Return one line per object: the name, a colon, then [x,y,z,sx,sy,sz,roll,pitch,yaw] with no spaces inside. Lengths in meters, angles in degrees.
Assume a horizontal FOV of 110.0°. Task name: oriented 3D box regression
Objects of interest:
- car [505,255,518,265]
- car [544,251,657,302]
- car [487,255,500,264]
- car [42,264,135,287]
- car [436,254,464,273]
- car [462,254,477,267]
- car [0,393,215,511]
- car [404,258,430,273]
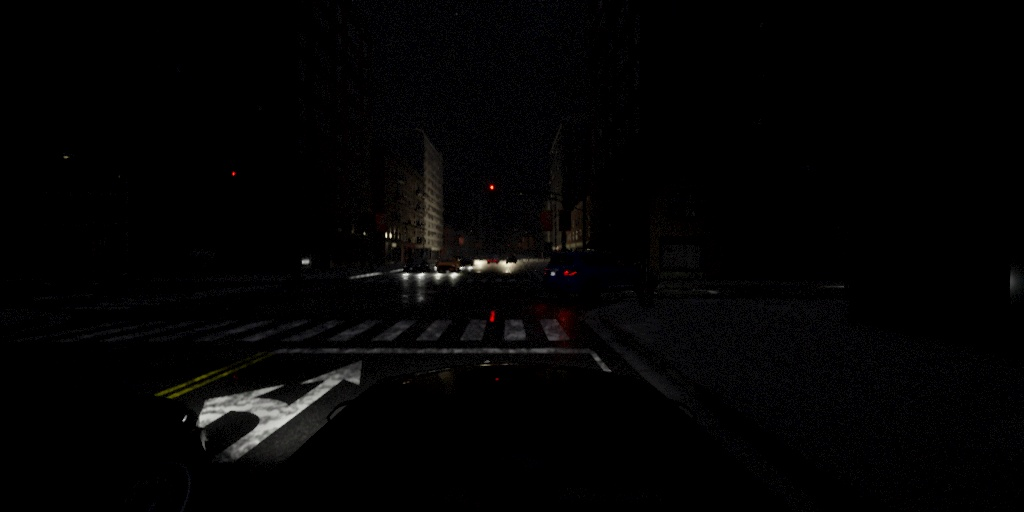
car: [-0.093,0.690,62.230,1.837,1.490,4.892,0,1,0]
car: [4.064,0.843,16.231,5.566,2.045,2.150,0,-2,-30]
car: [-3.344,0.782,62.672,1.895,1.301,4.718,0,1,0]
car: [-25.404,1.147,21.633,4.313,1.339,1.948,0,0,0]
car: [-6.651,0.894,37.866,1.882,1.535,5.008,0,0,0]
car: [-6.661,0.840,52.572,1.994,1.385,4.181,0,1,0]
car: [-3.243,1.284,0.815,1.812,1.442,4.674,0,1,0]
car: [-9.899,0.945,37.579,1.812,1.442,4.674,0,1,0]
